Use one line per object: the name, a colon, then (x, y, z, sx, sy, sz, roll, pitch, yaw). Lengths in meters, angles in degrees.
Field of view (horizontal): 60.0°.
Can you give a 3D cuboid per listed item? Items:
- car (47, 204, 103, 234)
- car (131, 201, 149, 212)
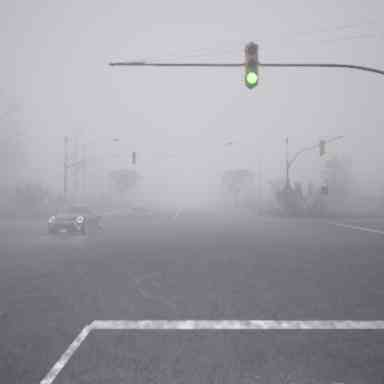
car: (-7.000, 1.537, 20.333, 2.097, 1.767, 4.553, 0, -1, 0)
car: (-6.999, 1.926, 45.025, 1.812, 1.442, 4.674, 0, 0, 0)
